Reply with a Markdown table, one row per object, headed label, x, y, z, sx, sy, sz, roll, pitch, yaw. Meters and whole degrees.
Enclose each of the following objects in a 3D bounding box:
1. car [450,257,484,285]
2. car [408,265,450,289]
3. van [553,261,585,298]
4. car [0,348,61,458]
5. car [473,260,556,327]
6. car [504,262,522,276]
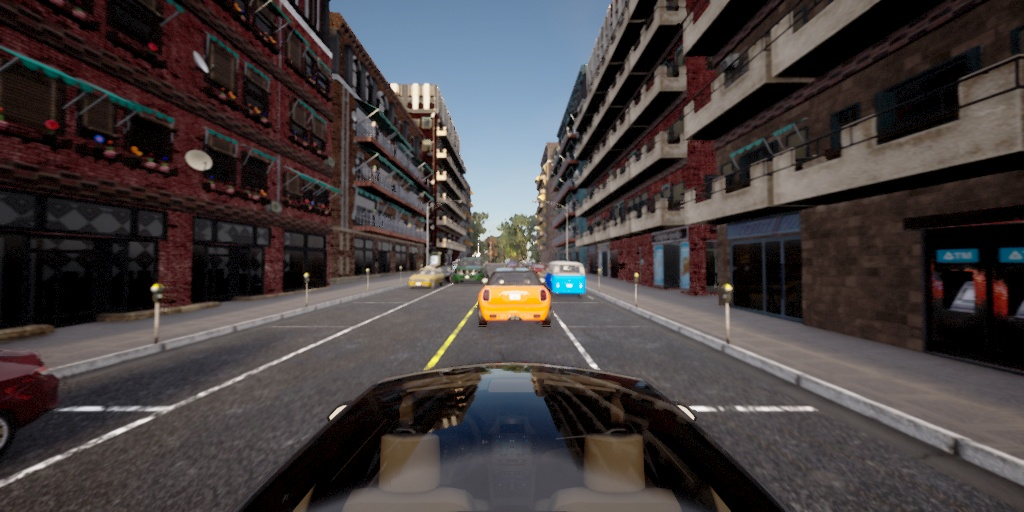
| label | x | y | z | sx | sy | sz | roll | pitch | yaw |
| --- | --- | --- | --- | --- | --- | --- | --- | --- | --- |
| car | -3.076 | 1.091 | 27.464 | 2.150 | 2.045 | 5.566 | 0 | 0 | 0 |
| car | -5.685 | 1.381 | 24.195 | 1.751 | 1.417 | 4.829 | 0 | 0 | 0 |
| van | 2.697 | 1.170 | 18.753 | 1.690 | 1.789 | 3.998 | 0 | 0 | 0 |
| car | -5.690 | 1.334 | 2.082 | 1.802 | 1.307 | 4.207 | 0 | 0 | 0 |
| car | 0.057 | 1.150 | 11.926 | 2.097 | 1.767 | 4.553 | 0 | 0 | -1 |
| car | 0.108 | 1.457 | 40.382 | 1.812 | 1.442 | 4.674 | 0 | 0 | 0 |
